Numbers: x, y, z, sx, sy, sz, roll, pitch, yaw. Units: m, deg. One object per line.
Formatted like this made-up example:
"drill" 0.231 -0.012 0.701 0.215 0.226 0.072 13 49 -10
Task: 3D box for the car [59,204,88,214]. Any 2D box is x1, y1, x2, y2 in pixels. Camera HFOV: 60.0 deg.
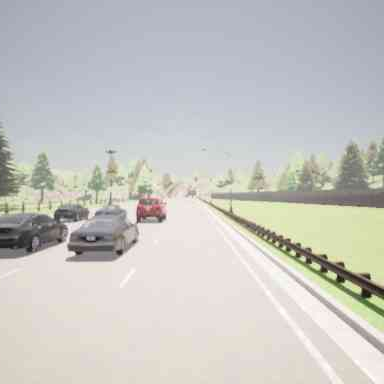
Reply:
"car" -10.487 1.782 29.300 1.837 1.490 4.892 0 0 0

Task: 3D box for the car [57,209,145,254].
"car" -3.494 1.679 13.987 2.033 1.411 5.357 0 -1 0

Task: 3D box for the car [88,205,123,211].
"car" -6.989 1.818 28.988 2.033 1.411 5.357 0 -1 0

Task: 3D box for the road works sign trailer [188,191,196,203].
"road works sign trailer" 0.032 1.334 93.374 2.380 3.560 2.880 0 -1 0

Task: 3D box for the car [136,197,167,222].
"car" -3.489 1.488 29.010 2.150 2.045 5.566 0 0 0

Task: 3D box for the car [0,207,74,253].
"car" -6.992 1.642 14.309 1.837 1.490 4.892 0 0 0
